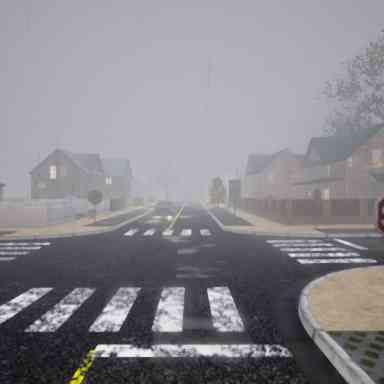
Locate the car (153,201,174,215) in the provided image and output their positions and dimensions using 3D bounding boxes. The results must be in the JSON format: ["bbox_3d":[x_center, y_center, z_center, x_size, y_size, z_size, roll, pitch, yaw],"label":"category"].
[{"bbox_3d":[-2.773,1.589,34.028,2.033,1.411,5.357,0,0,0],"label":"car"}]
